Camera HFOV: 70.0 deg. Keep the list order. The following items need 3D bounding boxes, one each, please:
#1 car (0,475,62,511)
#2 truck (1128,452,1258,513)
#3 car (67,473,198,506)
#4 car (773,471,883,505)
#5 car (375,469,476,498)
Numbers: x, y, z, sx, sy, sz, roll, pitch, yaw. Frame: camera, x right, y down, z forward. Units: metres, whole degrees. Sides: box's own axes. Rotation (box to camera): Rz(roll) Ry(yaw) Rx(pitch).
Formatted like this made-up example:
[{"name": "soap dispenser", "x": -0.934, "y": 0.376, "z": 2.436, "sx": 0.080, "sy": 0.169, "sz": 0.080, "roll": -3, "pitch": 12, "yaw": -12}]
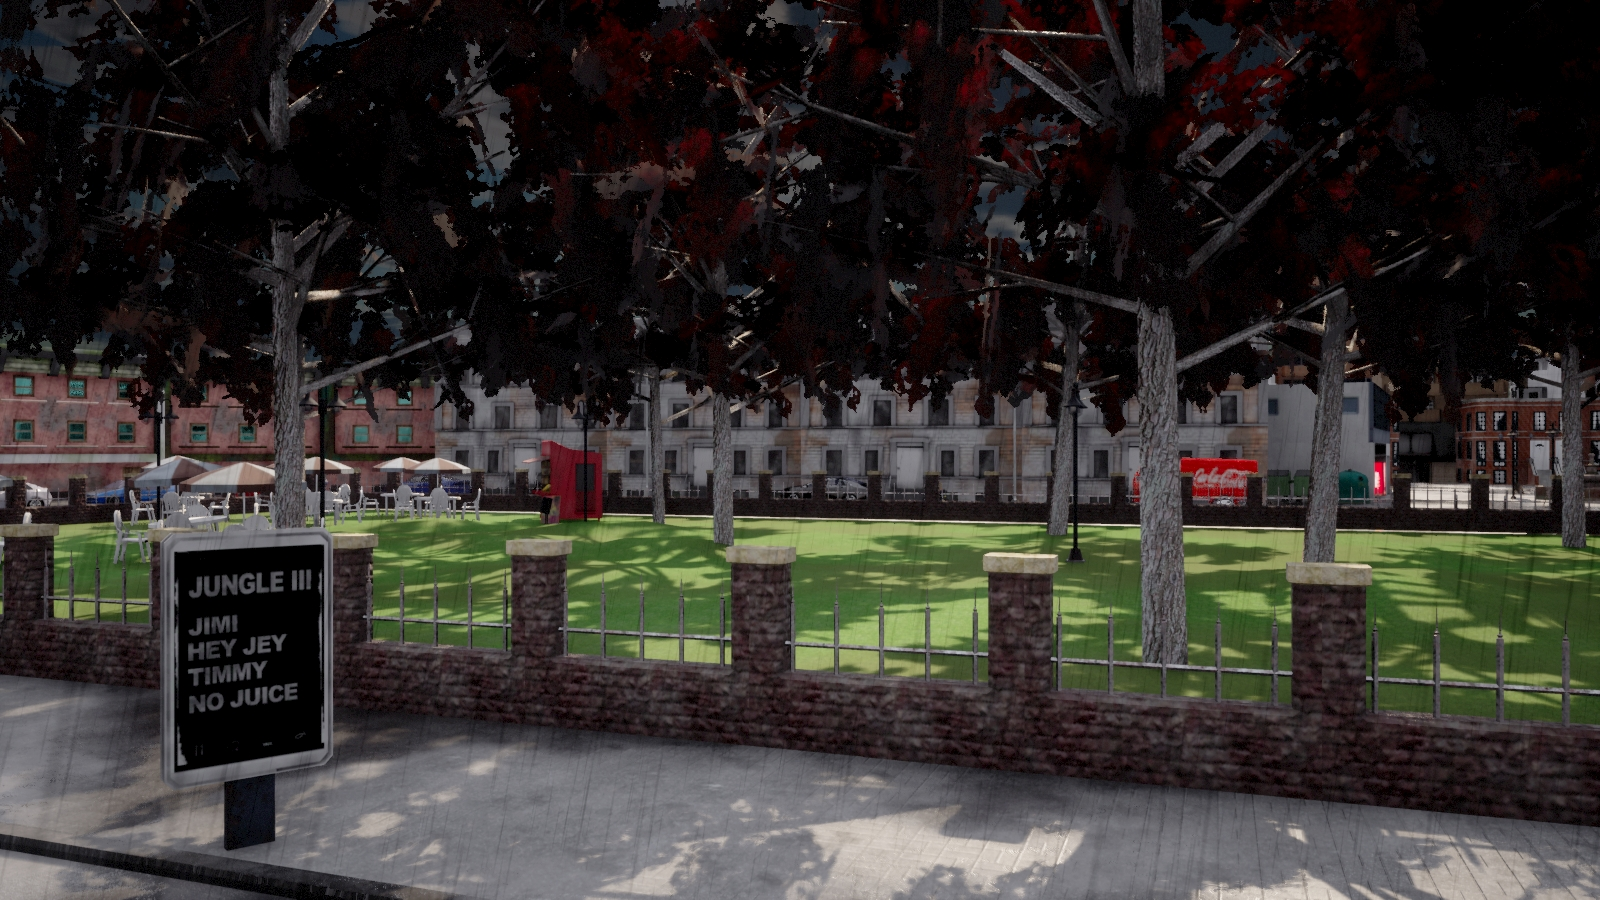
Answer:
[{"name": "car", "x": -35.185, "y": 1.861, "z": 49.618, "sx": 2.231, "sy": 1.480, "sz": 4.892, "roll": 0, "pitch": 0, "yaw": 20}, {"name": "truck", "x": 17.182, "y": 1.367, "z": 50.012, "sx": 5.204, "sy": 2.467, "sz": 2.627, "roll": 1, "pitch": 0, "yaw": 20}, {"name": "car", "x": -32.737, "y": 1.907, "z": 56.226, "sx": 2.033, "sy": 1.411, "sz": 5.357, "roll": 0, "pitch": 0, "yaw": 26}, {"name": "car", "x": 1.372, "y": 1.835, "z": 55.745, "sx": 4.902, "sy": 1.511, "sz": 2.128, "roll": 0, "pitch": 0, "yaw": 20}, {"name": "car", "x": -20.837, "y": 1.832, "z": 63.586, "sx": 5.006, "sy": 1.535, "sz": 2.097, "roll": 0, "pitch": 0, "yaw": 15}]
